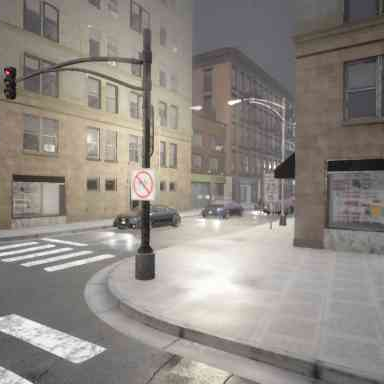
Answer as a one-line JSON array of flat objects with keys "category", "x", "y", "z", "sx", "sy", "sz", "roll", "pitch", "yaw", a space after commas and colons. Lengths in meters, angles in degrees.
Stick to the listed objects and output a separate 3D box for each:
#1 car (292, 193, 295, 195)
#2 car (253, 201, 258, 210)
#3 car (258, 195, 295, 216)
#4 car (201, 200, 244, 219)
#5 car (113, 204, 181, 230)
[{"category": "car", "x": 13.685, "y": 0.870, "z": 43.013, "sx": 2.097, "sy": 1.767, "sz": 4.553, "roll": 1, "pitch": 1, "yaw": 34}, {"category": "car", "x": 7.962, "y": 1.191, "z": 34.503, "sx": 1.994, "sy": 1.385, "sz": 4.181, "roll": 1, "pitch": 1, "yaw": 34}, {"category": "car", "x": 7.857, "y": 1.265, "z": 28.594, "sx": 2.033, "sy": 1.411, "sz": 5.357, "roll": 1, "pitch": 1, "yaw": 34}, {"category": "car", "x": 2.462, "y": 1.297, "z": 26.277, "sx": 1.994, "sy": 1.385, "sz": 4.181, "roll": 1, "pitch": 1, "yaw": 34}, {"category": "car", "x": -2.452, "y": 1.388, "z": 18.910, "sx": 1.994, "sy": 1.385, "sz": 4.181, "roll": 1, "pitch": 1, "yaw": 34}]
